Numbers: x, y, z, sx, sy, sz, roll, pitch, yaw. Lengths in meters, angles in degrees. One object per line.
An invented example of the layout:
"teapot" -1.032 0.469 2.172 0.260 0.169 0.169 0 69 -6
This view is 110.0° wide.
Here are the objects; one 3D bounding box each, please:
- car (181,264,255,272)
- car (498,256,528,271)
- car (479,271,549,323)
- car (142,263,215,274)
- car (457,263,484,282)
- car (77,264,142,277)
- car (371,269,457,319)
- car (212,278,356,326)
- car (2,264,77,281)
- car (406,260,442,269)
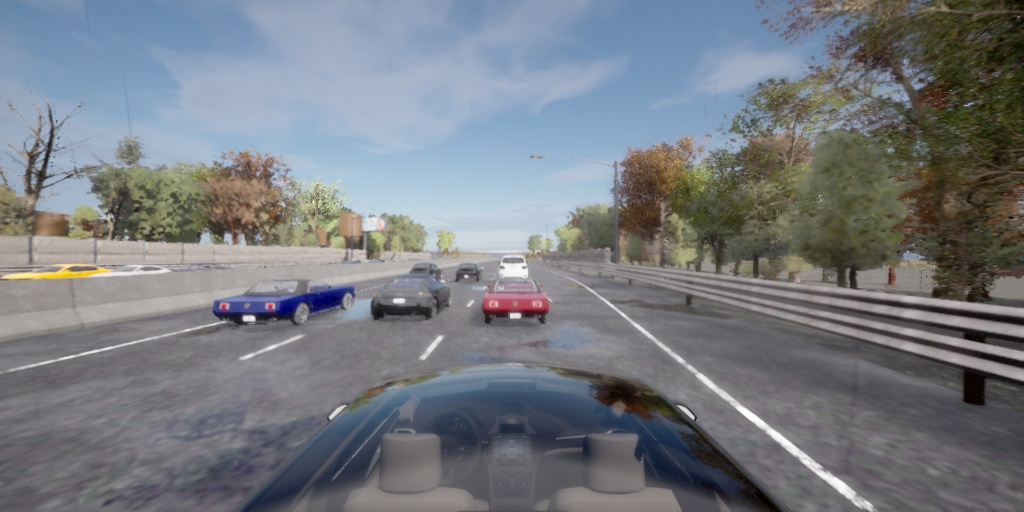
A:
"car" -17.592 1.371 22.571 1.895 1.301 4.718 0 0 0
"car" 0.109 0.998 28.162 2.150 2.045 5.566 0 0 0
"car" 0.103 1.359 12.106 1.895 1.301 4.718 0 0 0
"car" -21.090 1.264 24.040 2.128 1.511 4.902 0 0 0
"car" -3.390 1.283 29.121 1.837 1.490 4.892 0 0 0
"car" -24.590 1.298 23.452 1.812 1.442 4.674 0 0 0
"car" -3.398 1.323 12.802 1.994 1.385 4.181 0 0 0
"car" -6.897 1.359 11.644 1.895 1.301 4.718 0 0 0
"car" -27.783 1.248 22.239 1.882 1.535 5.008 0 0 -2
"car" -6.890 1.284 29.139 1.837 1.490 4.892 0 0 0
